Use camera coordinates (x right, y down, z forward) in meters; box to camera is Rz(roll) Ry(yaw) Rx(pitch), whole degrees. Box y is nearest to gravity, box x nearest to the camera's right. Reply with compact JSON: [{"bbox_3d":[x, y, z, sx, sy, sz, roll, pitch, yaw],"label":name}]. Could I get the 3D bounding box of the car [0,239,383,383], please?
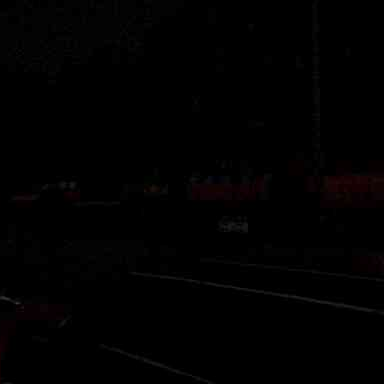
[{"bbox_3d":[0.396,1.325,2.544,5.009,1.841,2.192,-1,-1,36],"label":"car"}]
